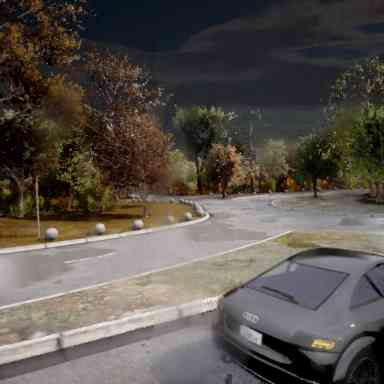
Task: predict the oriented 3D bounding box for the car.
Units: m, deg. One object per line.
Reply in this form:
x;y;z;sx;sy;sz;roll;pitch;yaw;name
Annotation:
2.317;1.533;4.791;4.181;1.385;1.994;-1;0;-34;car
